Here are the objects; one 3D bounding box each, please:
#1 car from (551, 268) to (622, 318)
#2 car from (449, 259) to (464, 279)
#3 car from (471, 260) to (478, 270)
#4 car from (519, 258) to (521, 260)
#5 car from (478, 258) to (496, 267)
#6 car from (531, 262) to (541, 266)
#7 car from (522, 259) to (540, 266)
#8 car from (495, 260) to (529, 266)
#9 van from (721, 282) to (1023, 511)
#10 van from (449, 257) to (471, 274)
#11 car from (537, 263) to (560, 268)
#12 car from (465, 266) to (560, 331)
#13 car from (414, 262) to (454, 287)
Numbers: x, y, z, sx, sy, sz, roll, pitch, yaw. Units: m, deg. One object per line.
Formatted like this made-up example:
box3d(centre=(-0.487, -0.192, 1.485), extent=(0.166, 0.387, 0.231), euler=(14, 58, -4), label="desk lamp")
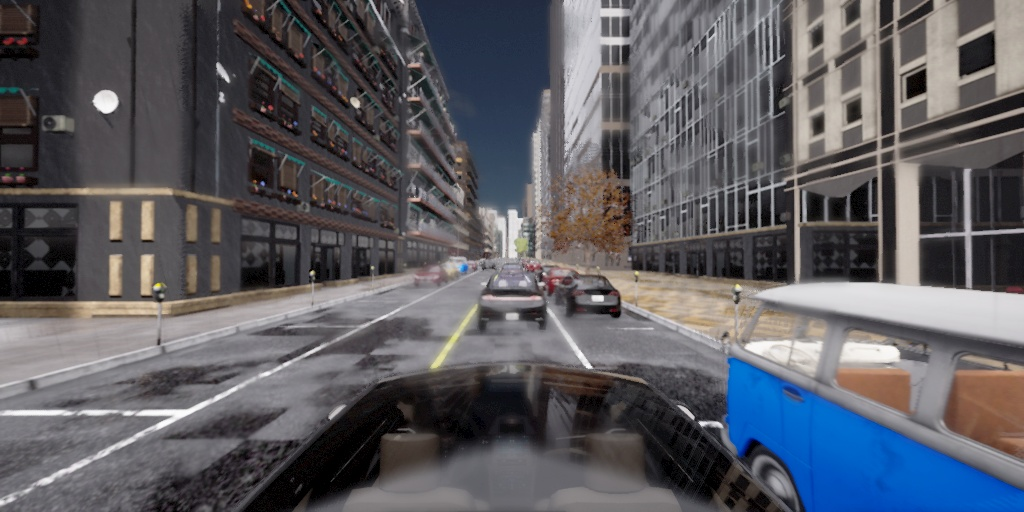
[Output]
box3d(centre=(2.543, 1.292, 12.731), extent=(1.948, 1.339, 4.313), euler=(0, 0, 0), label="car")
box3d(centre=(-5.377, 1.213, 29.758), extent=(1.751, 1.417, 4.829), euler=(0, 0, 0), label="car")
box3d(centre=(-5.417, 1.232, 46.868), extent=(1.802, 1.307, 4.207), euler=(0, 0, 0), label="car")
box3d(centre=(2.616, 1.145, 60.450), extent=(1.812, 1.442, 4.674), euler=(0, 0, 0), label="car")
box3d(centre=(-2.943, 1.154, 46.870), extent=(1.837, 1.490, 4.892), euler=(0, 0, 0), label="car")
box3d(centre=(2.517, 1.267, 24.036), extent=(1.948, 1.339, 4.313), euler=(0, 0, 0), label="car")
box3d(centre=(2.478, 1.103, 40.994), extent=(1.967, 1.591, 4.097), euler=(0, 0, 0), label="car")
box3d(centre=(0.008, 1.241, 27.549), extent=(2.033, 1.411, 5.357), euler=(0, 0, 0), label="car")
box3d(centre=(2.569, 1.091, 1.425), extent=(1.690, 1.789, 3.998), euler=(0, 0, 0), label="van")
box3d(centre=(-5.391, 1.016, 35.575), extent=(1.690, 1.789, 3.998), euler=(0, 0, 0), label="van")
box3d(centre=(2.530, 1.259, 18.383), extent=(1.888, 1.381, 4.507), euler=(0, 0, 0), label="car")
box3d(centre=(0.031, 1.222, 10.929), extent=(2.128, 1.511, 4.902), euler=(0, 0, 1), label="car")
box3d(centre=(-5.365, 1.282, 24.282), extent=(1.802, 1.307, 4.207), euler=(0, 0, 0), label="car")
